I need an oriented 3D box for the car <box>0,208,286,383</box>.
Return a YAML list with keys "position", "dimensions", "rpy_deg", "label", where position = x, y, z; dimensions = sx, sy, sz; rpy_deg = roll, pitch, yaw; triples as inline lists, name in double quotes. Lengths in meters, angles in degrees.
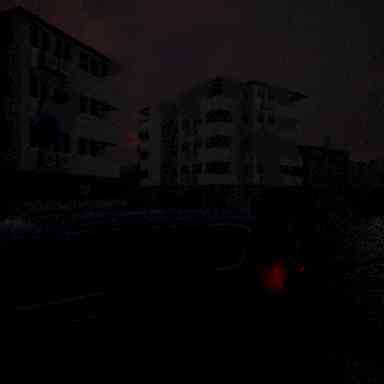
- position: [-1.377, 1.233, 3.606]
  dimensions: [5.566, 2.045, 2.150]
  rpy_deg: [1, -1, -35]
  label: "car"
